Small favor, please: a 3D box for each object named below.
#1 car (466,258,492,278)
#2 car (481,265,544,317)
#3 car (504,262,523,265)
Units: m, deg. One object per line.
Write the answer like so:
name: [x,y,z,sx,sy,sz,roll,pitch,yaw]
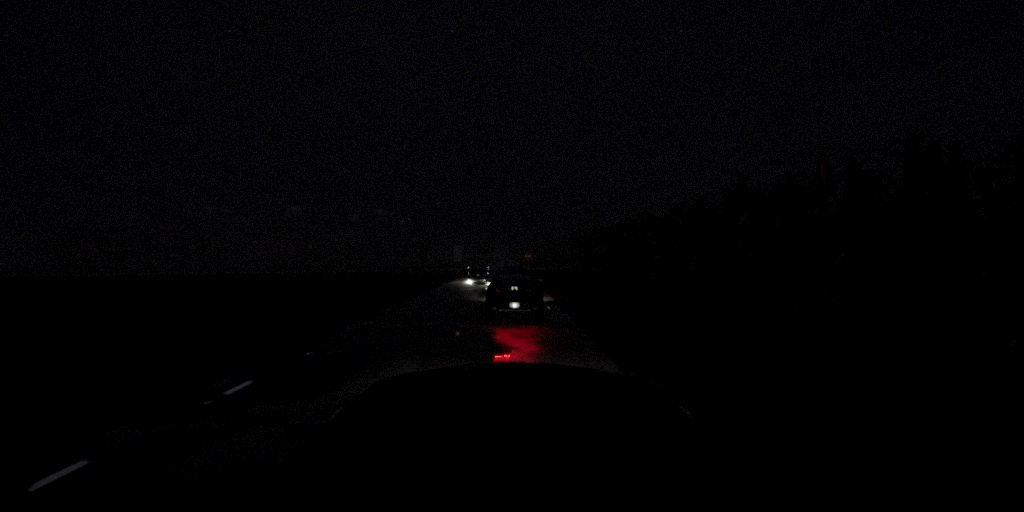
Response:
car: [-2.823,1.017,32.053,2.097,1.767,4.553,0,0,0]
car: [0.086,1.215,12.949,1.837,1.490,4.892,0,0,0]
car: [0.089,1.163,27.692,2.128,1.511,4.902,0,0,0]
